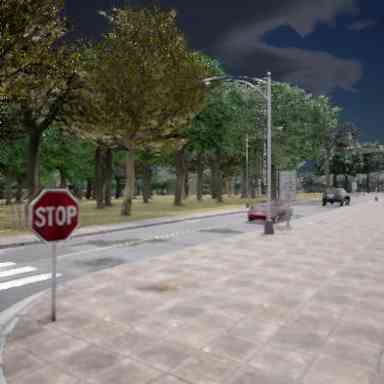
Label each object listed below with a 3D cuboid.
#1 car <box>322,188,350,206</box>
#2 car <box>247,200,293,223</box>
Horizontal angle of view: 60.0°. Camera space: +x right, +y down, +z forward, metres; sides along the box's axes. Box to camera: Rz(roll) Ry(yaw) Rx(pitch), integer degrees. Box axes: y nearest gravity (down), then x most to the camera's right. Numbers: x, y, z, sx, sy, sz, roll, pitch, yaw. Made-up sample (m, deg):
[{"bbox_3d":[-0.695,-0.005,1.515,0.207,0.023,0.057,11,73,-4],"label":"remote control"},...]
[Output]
[{"bbox_3d":[16.898,0.567,38.939,2.150,2.045,5.566,0,1,36],"label":"car"},{"bbox_3d":[5.448,1.255,22.885,1.994,1.385,4.181,0,1,35],"label":"car"}]
